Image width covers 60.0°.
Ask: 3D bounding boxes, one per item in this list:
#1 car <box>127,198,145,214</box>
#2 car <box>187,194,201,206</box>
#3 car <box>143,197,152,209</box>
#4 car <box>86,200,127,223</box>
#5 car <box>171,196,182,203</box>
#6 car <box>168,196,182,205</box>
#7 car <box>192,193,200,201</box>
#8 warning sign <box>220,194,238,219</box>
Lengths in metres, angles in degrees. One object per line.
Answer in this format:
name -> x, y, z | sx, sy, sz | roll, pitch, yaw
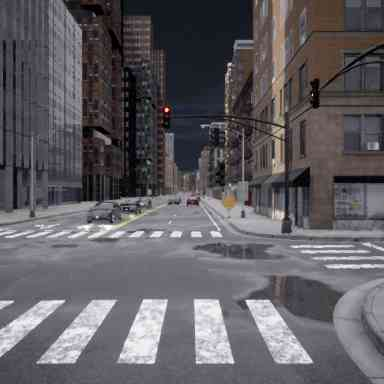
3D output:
car -> -6.596, 1.570, 35.413 | 1.994, 1.385, 4.181 | 0, 0, 0
car -> 0.111, 1.492, 53.791 | 1.882, 1.535, 5.008 | 0, 0, 0
car -> -6.581, 1.502, 45.387 | 2.128, 1.511, 4.902 | 0, 0, 0
car -> -6.595, 1.507, 25.490 | 1.837, 1.490, 4.892 | 0, 0, 0
car -> -3.142, 1.573, 69.676 | 2.033, 1.411, 5.357 | 0, 0, 0
car -> -3.140, 1.619, 58.766 | 1.895, 1.301, 4.718 | 0, 0, 0
car -> 0.990, 1.268, 85.720 | 2.150, 2.045, 5.566 | 0, 0, 0
warning sign -> 2.858, 1.118, 25.685 | 1.300, 1.860, 1.060 | 0, 0, 0
